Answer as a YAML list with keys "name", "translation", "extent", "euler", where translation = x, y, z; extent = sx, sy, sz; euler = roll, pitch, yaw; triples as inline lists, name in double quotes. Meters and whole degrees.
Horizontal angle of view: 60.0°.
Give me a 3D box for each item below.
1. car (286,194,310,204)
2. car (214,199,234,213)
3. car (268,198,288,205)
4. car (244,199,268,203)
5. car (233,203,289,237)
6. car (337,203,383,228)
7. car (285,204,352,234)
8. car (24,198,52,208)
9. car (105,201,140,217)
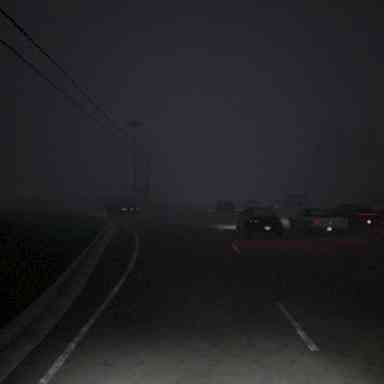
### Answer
- name: "car"
  translation: [14.103, 1.247, 44.987]
  extent: [2.150, 2.045, 5.566]
  euler: [0, 0, 0]
- name: "car"
  translation: [3.604, 1.498, 37.367]
  extent: [1.882, 1.535, 5.008]
  euler: [0, 0, 0]
- name: "car"
  translation: [10.603, 1.625, 43.622]
  extent: [1.895, 1.301, 4.718]
  euler: [0, 0, 0]
- name: "car"
  translation: [7.104, 1.569, 39.583]
  extent: [2.033, 1.411, 5.357]
  euler: [0, 0, 0]
- name: "car"
  translation: [3.603, 1.533, 18.155]
  extent: [1.812, 1.442, 4.674]
  euler: [0, 0, 0]
- name: "car"
  translation: [10.602, 1.517, 22.333]
  extent: [1.837, 1.490, 4.892]
  euler: [0, 0, 0]
- name: "car"
  translation: [7.102, 1.610, 19.379]
  extent: [1.895, 1.301, 4.718]
  euler: [0, 0, 0]
- name: "car"
  translation: [-22.049, 1.551, 47.726]
  extent: [4.674, 1.442, 1.812]
  euler: [0, 0, 34]
- name: "car"
  translation: [-6.677, 1.564, 31.704]
  extent: [2.033, 1.411, 5.357]
  euler: [0, 0, -31]
